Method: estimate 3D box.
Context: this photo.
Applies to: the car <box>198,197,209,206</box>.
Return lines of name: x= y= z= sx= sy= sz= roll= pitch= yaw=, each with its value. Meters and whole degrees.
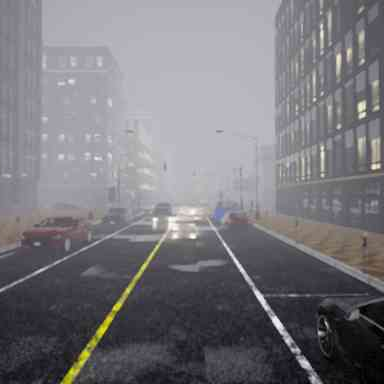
car: x=2.670 y=2.228 z=70.780 sx=1.752 sy=1.417 sz=4.829 roll=0 pitch=-1 yaw=0

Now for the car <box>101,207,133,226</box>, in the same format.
car: x=-5.695 y=1.811 z=25.848 sx=1.947 sy=1.339 sz=4.313 roll=0 pitch=-1 yaw=0

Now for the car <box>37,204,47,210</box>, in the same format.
car: x=-22.973 y=1.907 z=46.615 sx=4.829 sy=1.417 sz=1.752 roll=0 pitch=-1 yaw=0

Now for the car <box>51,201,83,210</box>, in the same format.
car: x=-17.480 y=1.974 z=46.629 sx=4.206 sy=1.307 sz=1.802 roll=0 pitch=-1 yaw=0

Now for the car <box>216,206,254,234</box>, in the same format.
car: x=2.655 y=1.772 z=20.136 sx=1.802 sy=1.307 sz=4.206 roll=0 pitch=-1 yaw=0

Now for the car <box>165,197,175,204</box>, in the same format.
car: x=-5.715 y=2.197 z=87.225 sx=2.192 sy=1.841 sz=5.009 roll=0 pitch=-1 yaw=0

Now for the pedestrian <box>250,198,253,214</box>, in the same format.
pedestrian: x=7.123 y=1.661 z=39.919 sx=0.375 sy=1.860 sz=0.375 roll=0 pitch=-1 yaw=0

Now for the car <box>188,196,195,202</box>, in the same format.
car: x=-0.030 y=2.141 z=91.975 sx=2.097 sy=1.767 sz=4.553 roll=0 pitch=-1 yaw=0

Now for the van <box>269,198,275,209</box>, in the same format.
van: x=14.882 y=1.944 z=55.101 sx=3.998 sy=1.788 sz=1.690 roll=0 pitch=-1 yaw=0

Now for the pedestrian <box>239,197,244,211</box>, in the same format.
pedestrian: x=6.122 y=1.534 z=41.121 sx=0.375 sy=1.860 sz=0.375 roll=0 pitch=-1 yaw=0

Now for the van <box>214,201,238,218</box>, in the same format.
van: x=2.653 y=1.586 z=25.827 sx=1.690 sy=1.788 sz=3.998 roll=0 pitch=-1 yaw=0

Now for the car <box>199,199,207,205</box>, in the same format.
car: x=2.666 y=2.403 z=81.687 sx=1.802 sy=1.307 sz=4.206 roll=0 pitch=-1 yaw=0

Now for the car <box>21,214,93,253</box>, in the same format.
car: x=-5.691 y=1.681 z=14.471 sx=1.887 sy=1.381 sz=4.507 roll=0 pitch=-1 yaw=0

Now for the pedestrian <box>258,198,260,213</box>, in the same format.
pedestrian: x=8.123 y=1.636 z=40.520 sx=0.375 sy=1.860 sz=0.375 roll=0 pitch=-1 yaw=0

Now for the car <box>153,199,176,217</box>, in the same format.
car: x=-3.040 y=1.824 z=36.285 sx=1.882 sy=1.535 sz=5.008 roll=0 pitch=-1 yaw=1

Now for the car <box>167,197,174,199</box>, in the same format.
car: x=-5.713 y=2.284 z=75.975 sx=1.752 sy=1.417 sz=4.829 roll=0 pitch=-1 yaw=0

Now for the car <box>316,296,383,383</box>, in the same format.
car: x=2.661 y=1.595 z=3.070 sx=1.947 sy=1.339 sz=4.313 roll=0 pitch=-1 yaw=0
